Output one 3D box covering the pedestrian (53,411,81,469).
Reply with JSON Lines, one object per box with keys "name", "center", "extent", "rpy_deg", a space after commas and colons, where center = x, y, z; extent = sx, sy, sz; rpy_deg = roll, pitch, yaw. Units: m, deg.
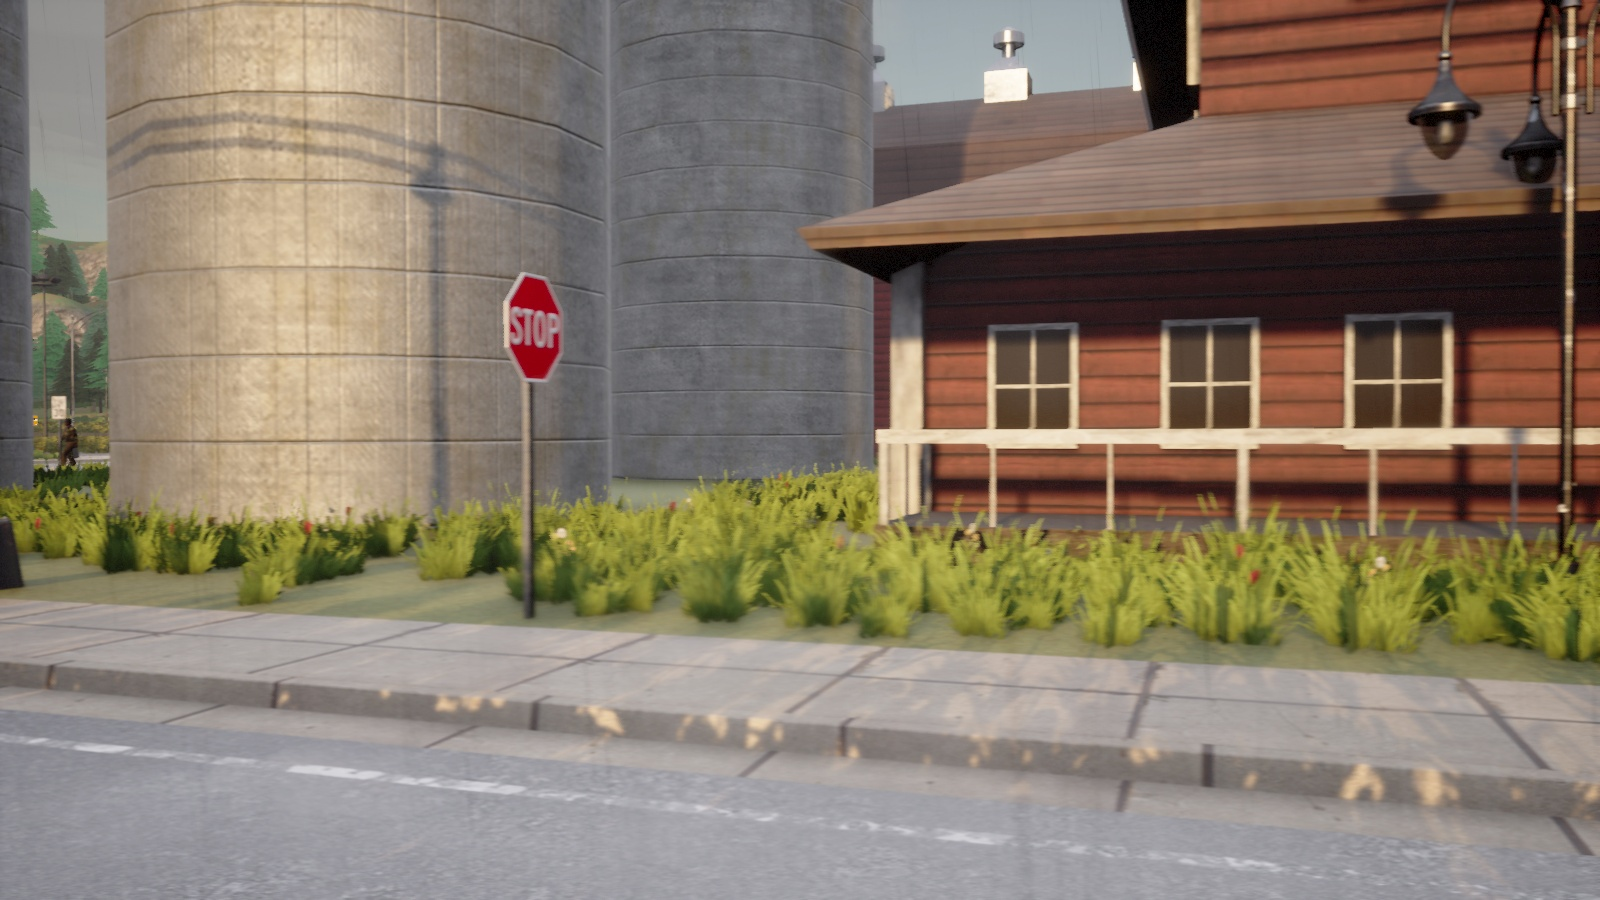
{"name": "pedestrian", "center": [-24.699, -0.349, 42.315], "extent": [0.395, 1.930, 0.692], "rpy_deg": [1, 1, 32]}
